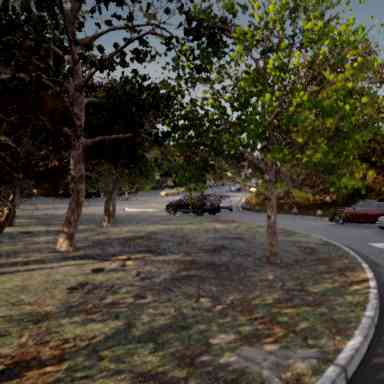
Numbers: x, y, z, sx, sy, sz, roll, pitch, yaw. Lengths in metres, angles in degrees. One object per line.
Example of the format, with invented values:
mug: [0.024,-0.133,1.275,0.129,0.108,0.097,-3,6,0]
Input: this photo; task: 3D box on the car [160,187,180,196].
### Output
car: [-4.972,0.056,68.542,1.946,1.575,5.366,0,4,20]

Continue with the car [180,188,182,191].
car: [-3.096,-0.282,73.726,1.946,1.575,5.366,0,3,20]

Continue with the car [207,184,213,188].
car: [4.465,-1.609,94.748,2.163,1.488,4.792,0,3,20]

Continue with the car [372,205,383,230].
car: [12.214,1.581,17.183,4.718,1.301,1.895,0,0,36]

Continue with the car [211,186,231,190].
car: [5.358,0.295,62.033,1.837,1.490,4.892,0,3,18]

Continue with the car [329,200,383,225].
car: [11.512,1.328,21.893,2.097,1.767,4.553,0,0,-43]

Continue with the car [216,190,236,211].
car: [3.592,1.126,39.162,2.150,2.045,5.566,-1,1,3]

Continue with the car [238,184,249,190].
car: [13.219,-1.275,84.446,1.994,1.385,4.181,0,3,20]

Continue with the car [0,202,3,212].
car: [-20.731,1.486,32.136,4.902,1.511,2.128,0,0,-27]

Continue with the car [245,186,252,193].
car: [13.129,-0.583,74.715,1.812,1.442,4.674,0,3,20]

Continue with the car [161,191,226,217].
car: [0.049,1.201,31.115,5.566,2.045,2.150,0,0,40]

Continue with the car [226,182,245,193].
car: [9.766,-0.698,74.978,2.097,1.767,4.553,0,3,20]
